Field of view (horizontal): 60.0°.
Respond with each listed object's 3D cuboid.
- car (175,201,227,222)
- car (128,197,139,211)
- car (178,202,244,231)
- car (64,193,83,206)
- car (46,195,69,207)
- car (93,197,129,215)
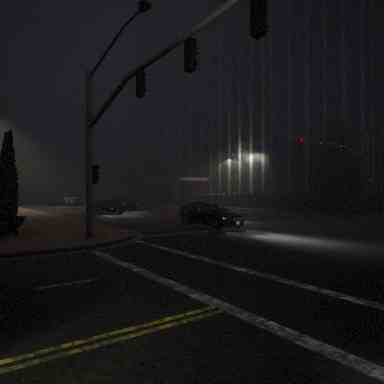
[{"bbox_3d":[0.619,1.526,27.476,1.812,1.442,4.674,0,0,-36],"label":"car"},{"bbox_3d":[-8.103,1.351,39.482,2.097,1.767,4.553,0,0,-36],"label":"car"},{"bbox_3d":[1.158,1.492,20.824,2.128,1.511,4.902,0,0,-36],"label":"car"},{"bbox_3d":[-20.224,1.206,56.338,2.150,2.045,5.566,0,0,-36],"label":"car"},{"bbox_3d":[-21.437,1.548,52.000,2.033,1.411,5.357,0,0,-35],"label":"car"},{"bbox_3d":[-8.638,1.506,34.257,1.837,1.490,4.892,0,0,-36],"label":"car"}]
